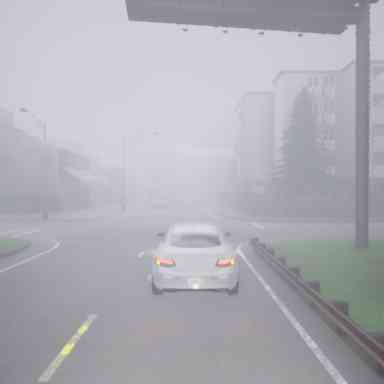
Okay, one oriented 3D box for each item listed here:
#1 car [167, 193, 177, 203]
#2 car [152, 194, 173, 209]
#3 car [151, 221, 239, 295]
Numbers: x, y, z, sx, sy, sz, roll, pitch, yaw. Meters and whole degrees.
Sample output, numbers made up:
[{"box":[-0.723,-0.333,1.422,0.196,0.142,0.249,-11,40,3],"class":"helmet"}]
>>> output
[{"box":[-3.667,0.999,56.849,2.097,1.767,4.553,0,0,0],"class":"car"},{"box":[-3.667,1.274,40.469,1.812,1.442,4.674,0,0,0],"class":"car"},{"box":[0.067,1.473,8.441,1.812,1.442,4.674,0,0,0],"class":"car"}]
